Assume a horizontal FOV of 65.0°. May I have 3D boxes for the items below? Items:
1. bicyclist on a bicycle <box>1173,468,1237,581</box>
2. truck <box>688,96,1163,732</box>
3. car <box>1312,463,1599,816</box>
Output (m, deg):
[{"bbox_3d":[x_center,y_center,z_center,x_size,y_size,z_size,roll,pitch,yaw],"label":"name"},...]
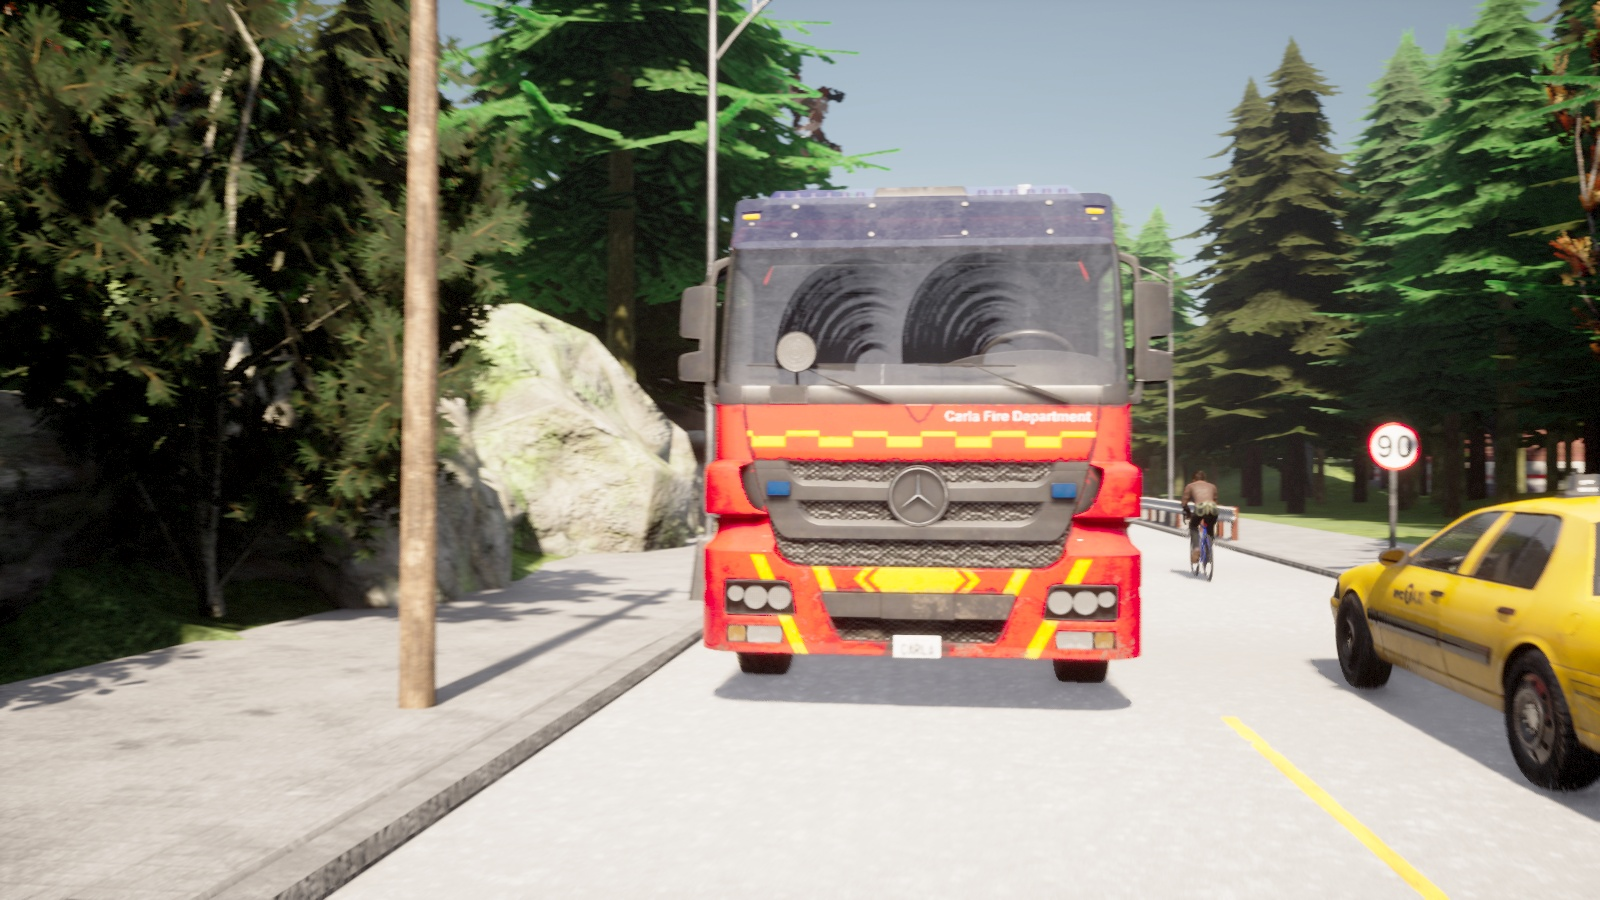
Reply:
[{"bbox_3d":[6.059,1.085,18.860,0.582,1.620,1.656,0,-1,7],"label":"bicyclist on a bicycle"},{"bbox_3d":[1.223,-0.145,11.924,2.891,3.827,8.468,0,-1,7],"label":"truck"},{"bbox_3d":[4.694,0.873,7.359,1.801,1.575,5.366,0,-1,7],"label":"car"}]
